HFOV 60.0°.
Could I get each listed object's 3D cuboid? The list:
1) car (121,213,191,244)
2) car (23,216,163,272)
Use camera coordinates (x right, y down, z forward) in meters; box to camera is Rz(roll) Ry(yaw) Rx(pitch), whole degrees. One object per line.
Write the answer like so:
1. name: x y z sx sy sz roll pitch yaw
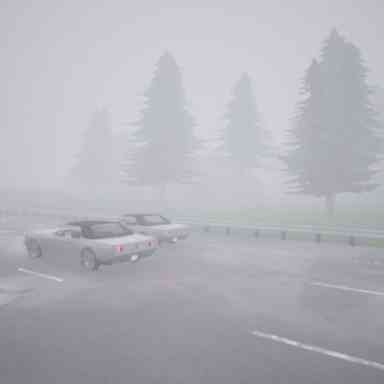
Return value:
1. car: -2.457 1.567 14.354 4.718 1.301 1.895 0 0 36
2. car: -3.448 1.570 10.761 4.718 1.301 1.895 0 0 36
